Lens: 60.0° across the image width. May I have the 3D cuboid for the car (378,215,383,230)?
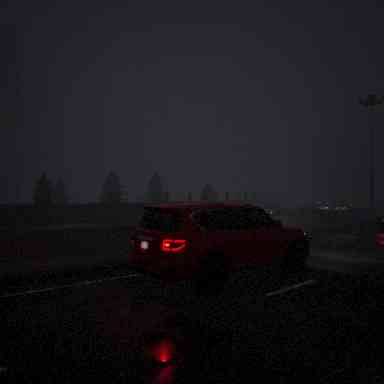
[{"bbox_3d":[14.203,1.888,22.684,1.895,1.301,4.718,0,-1,39],"label":"car"}]

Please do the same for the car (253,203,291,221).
[{"bbox_3d":[7.698,1.872,31.730,1.812,1.442,4.674,0,-1,37],"label":"car"}]

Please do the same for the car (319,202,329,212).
[{"bbox_3d":[10.002,1.876,28.882,2.033,1.411,5.357,0,-1,38],"label":"car"}]

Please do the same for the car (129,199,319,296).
[{"bbox_3d":[0.984,1.317,9.236,5.566,2.045,2.150,1,-1,-40],"label":"car"}]

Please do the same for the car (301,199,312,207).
[{"bbox_3d":[24.706,2.305,71.567,1.837,1.490,4.892,0,-1,24],"label":"car"}]

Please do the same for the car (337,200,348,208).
[{"bbox_3d":[29.420,2.309,65.013,2.033,1.411,5.357,0,-1,24],"label":"car"}]

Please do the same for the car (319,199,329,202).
[{"bbox_3d":[26.590,2.133,67.247,2.097,1.767,4.553,0,-1,24],"label":"car"}]

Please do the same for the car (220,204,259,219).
[{"bbox_3d":[4.878,1.955,33.720,1.895,1.301,4.718,0,-1,37],"label":"car"}]
